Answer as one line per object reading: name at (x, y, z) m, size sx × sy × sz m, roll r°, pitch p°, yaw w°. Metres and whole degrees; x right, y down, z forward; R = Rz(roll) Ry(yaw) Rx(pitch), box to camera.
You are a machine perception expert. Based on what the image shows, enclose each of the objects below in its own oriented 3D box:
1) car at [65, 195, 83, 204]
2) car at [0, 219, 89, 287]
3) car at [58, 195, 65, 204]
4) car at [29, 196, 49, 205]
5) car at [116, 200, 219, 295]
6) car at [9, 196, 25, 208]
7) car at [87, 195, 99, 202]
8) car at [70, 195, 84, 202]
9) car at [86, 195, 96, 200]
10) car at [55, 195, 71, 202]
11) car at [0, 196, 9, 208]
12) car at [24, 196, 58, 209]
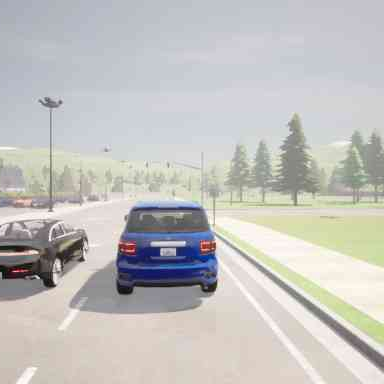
car at (-21.648, 1.529, 62.094) m, size 1.812 × 1.442 × 4.674 m, roll 0°, pitch 0°, yaw -4°
car at (-4.210, 1.492, 9.194) m, size 2.128 × 1.511 × 4.902 m, roll 0°, pitch 0°, yaw -5°
car at (-25.084, 1.507, 61.192) m, size 1.837 × 1.490 × 4.892 m, roll 0°, pitch 0°, yaw -4°
car at (-28.668, 1.505, 62.344) m, size 1.837 × 1.490 × 4.892 m, roll 0°, pitch 0°, yaw -5°
car at (-0.677, 1.223, 8.947) m, size 2.150 × 2.045 × 5.566 m, roll 0°, pitch 0°, yaw -5°
car at (-23.907, 1.355, 47.819) m, size 2.097 × 1.767 × 4.553 m, roll 0°, pitch 0°, yaw -6°
car at (-22.923, 1.482, 77.267) m, size 1.882 × 1.535 × 5.008 m, roll 0°, pitch 0°, yaw -5°
car at (-26.332, 1.505, 76.061) m, size 1.837 × 1.490 × 4.892 m, roll 0°, pitch 0°, yaw -5°
car at (-27.642, 1.447, 91.248) m, size 1.994 × 1.385 × 4.181 m, roll 0°, pitch 0°, yaw -5°
car at (-29.976, 1.530, 77.580) m, size 2.128 × 1.511 × 4.902 m, roll 0°, pitch 0°, yaw -5°
car at (-27.765, 1.354, 48.160) m, size 2.097 × 1.767 × 4.553 m, roll 0°, pitch 0°, yaw 0°
car at (-20.029, 1.494, 44.404) m, size 2.128 × 1.511 × 4.902 m, roll 0°, pitch 0°, yaw -6°
